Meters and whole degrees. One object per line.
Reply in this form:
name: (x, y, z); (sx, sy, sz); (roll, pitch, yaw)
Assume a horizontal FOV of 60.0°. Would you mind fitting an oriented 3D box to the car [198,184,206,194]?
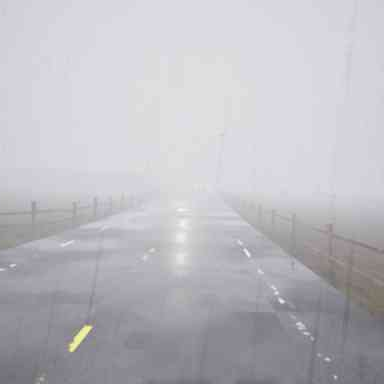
car: (2.259, -0.437, 76.931); (2.033, 1.411, 5.357); (2, 3, 2)
